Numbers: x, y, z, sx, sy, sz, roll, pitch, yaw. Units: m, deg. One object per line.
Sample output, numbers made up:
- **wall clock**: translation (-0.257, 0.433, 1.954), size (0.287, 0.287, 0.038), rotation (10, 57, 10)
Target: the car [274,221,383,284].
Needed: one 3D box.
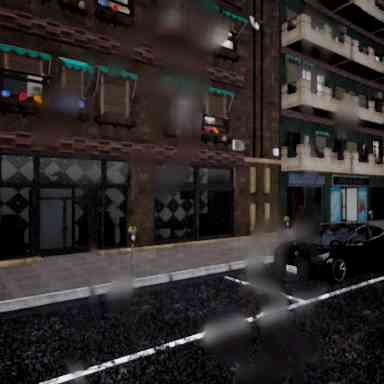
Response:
- **car**: translation (4.269, 1.561, 9.621), size (4.313, 1.339, 1.947), rotation (0, 0, -36)
